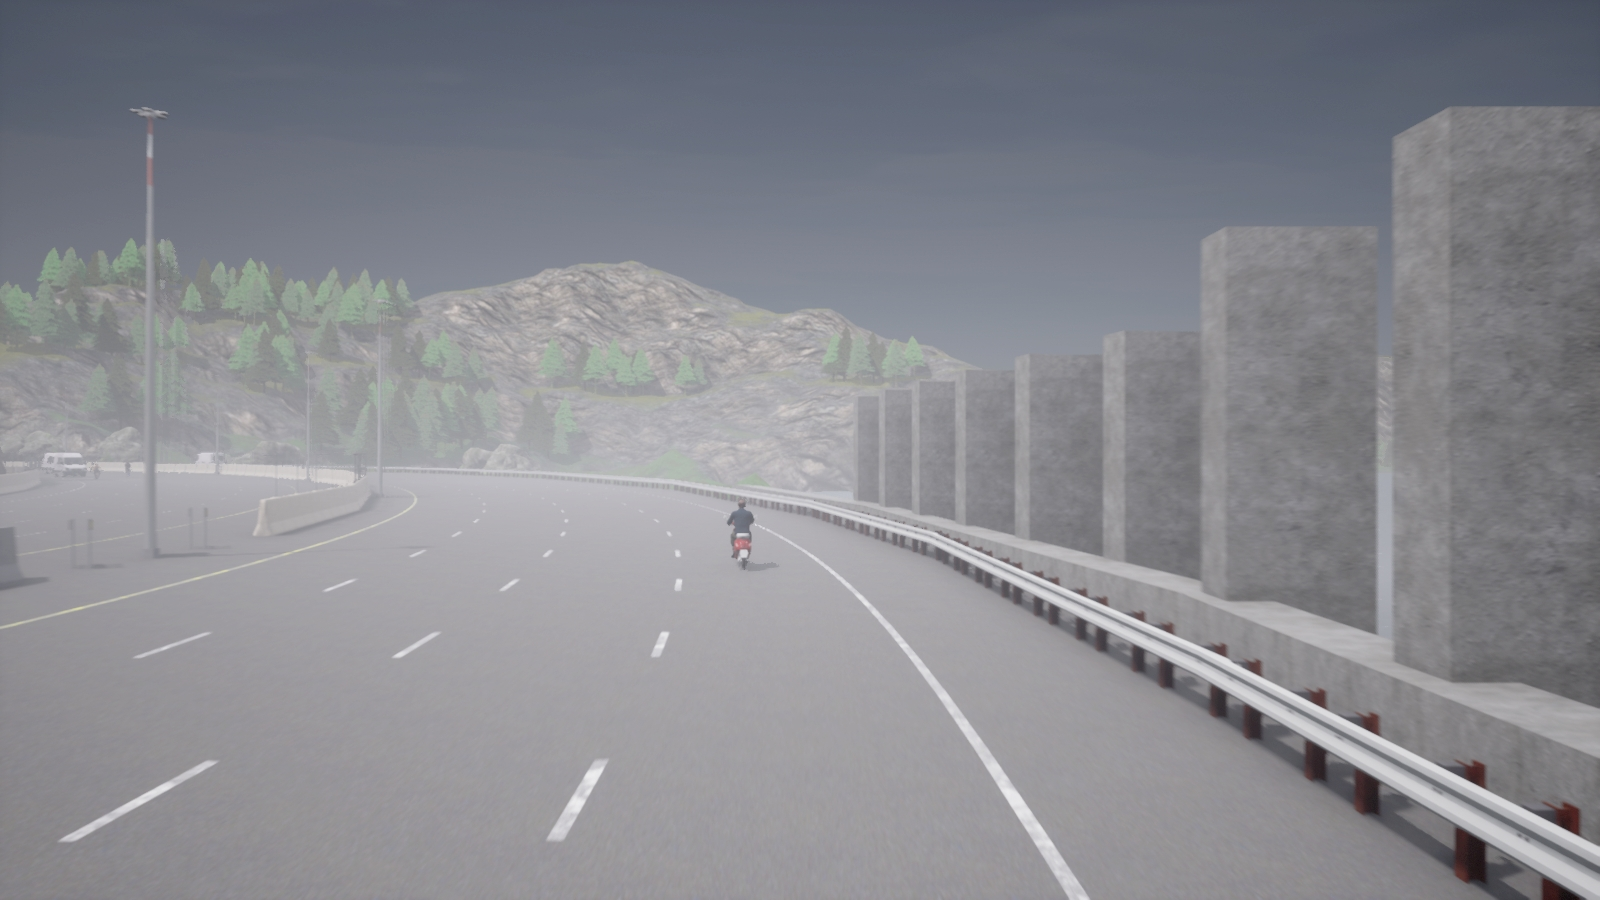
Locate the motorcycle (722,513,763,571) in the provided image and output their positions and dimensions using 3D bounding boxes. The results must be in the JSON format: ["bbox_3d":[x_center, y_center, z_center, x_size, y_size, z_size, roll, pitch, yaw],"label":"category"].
[{"bbox_3d":[-1.406,2.188,27.508,0.856,1.236,1.805,-1,0,-6],"label":"motorcycle"}]
